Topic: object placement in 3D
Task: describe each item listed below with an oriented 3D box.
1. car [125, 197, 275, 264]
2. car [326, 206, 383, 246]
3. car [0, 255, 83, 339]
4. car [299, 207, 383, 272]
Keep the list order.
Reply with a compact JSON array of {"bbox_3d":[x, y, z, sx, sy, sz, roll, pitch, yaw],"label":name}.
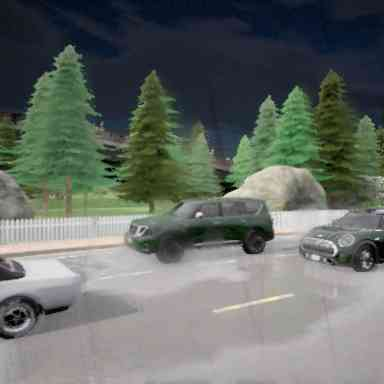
[{"bbox_3d":[0.439,1.220,12.047,5.566,2.045,2.150,0,0,-28],"label":"car"},{"bbox_3d":[9.080,1.495,15.685,4.902,1.511,2.128,0,0,-17],"label":"car"},{"bbox_3d":[-4.293,1.596,5.056,4.718,1.301,1.895,0,0,-34],"label":"car"},{"bbox_3d":[5.737,1.353,10.733,4.553,1.767,2.097,0,0,-23],"label":"car"}]
